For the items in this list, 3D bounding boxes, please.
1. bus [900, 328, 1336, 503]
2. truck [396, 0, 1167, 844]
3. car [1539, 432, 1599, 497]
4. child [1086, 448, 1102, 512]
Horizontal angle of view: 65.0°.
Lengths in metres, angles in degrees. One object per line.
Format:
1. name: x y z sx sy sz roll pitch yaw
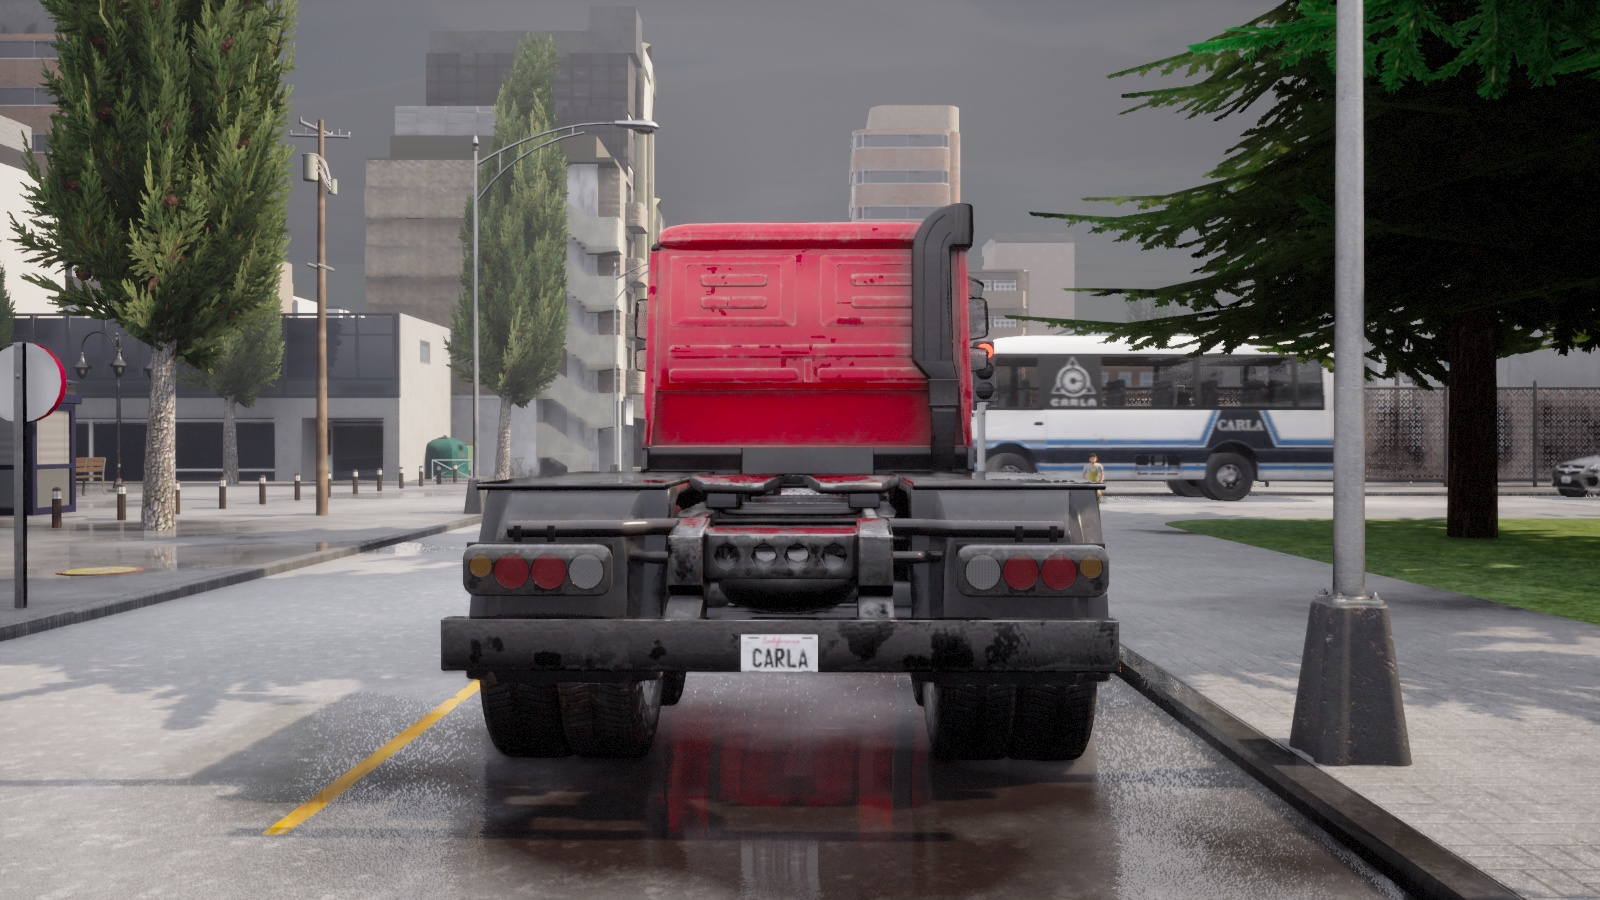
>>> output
1. bus: 7.995 -0.808 32.720 10.273 4.253 3.944 0 -1 -4
2. truck: 0.020 -0.284 8.679 2.891 3.462 7.936 0 0 1
3. car: 22.498 0.358 32.885 5.027 1.651 2.152 0 0 0
4. child: 5.900 0.598 25.206 0.270 1.263 0.437 0 0 8
